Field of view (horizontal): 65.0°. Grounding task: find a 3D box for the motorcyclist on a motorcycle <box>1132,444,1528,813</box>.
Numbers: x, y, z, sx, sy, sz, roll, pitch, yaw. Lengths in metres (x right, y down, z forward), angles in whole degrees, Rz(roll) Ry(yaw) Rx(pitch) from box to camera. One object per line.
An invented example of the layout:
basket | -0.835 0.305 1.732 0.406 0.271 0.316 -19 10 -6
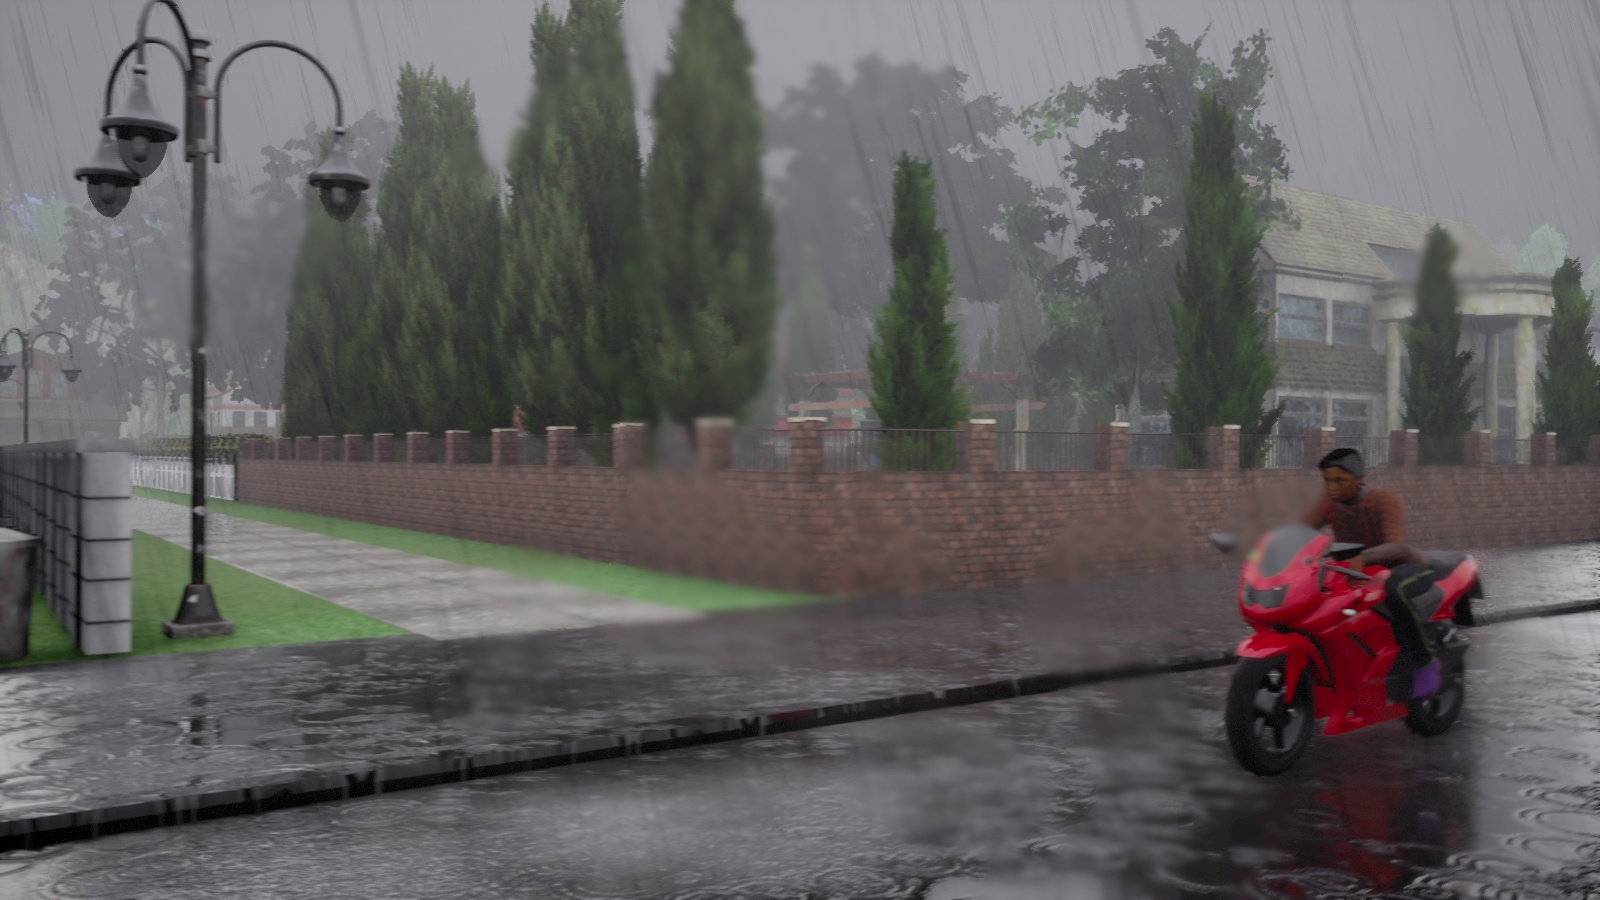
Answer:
motorcyclist on a motorcycle | 2.609 0.736 6.085 2.044 1.523 0.797 0 0 -35
